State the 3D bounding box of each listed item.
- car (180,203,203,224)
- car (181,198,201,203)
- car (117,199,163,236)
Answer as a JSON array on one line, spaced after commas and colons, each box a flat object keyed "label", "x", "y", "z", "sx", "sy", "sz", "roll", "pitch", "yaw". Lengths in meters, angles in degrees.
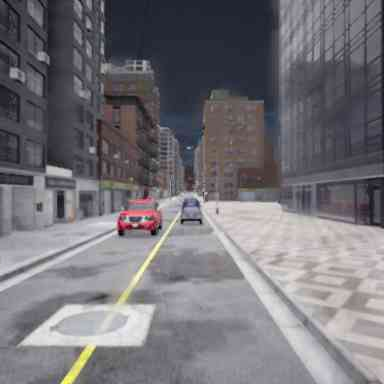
[{"label": "car", "x": -0.042, "y": 1.898, "z": 28.121, "sx": 2.033, "sy": 1.411, "sz": 5.357, "roll": 0, "pitch": -1, "yaw": 0}, {"label": "car", "x": -0.085, "y": 1.674, "z": 39.446, "sx": 2.150, "sy": 2.045, "sz": 5.566, "roll": 0, "pitch": 0, "yaw": 0}, {"label": "car", "x": -3.048, "y": 1.471, "z": 20.535, "sx": 2.150, "sy": 2.045, "sz": 5.566, "roll": 0, "pitch": -1, "yaw": 0}]
